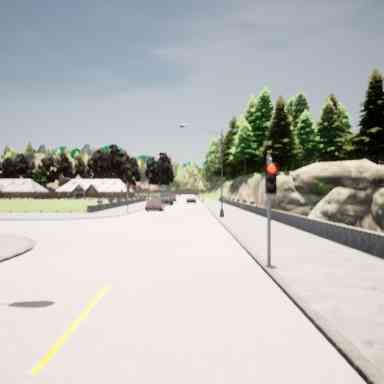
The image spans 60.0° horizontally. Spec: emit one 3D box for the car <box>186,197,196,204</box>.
[{"bbox_3d":[-0.135,1.531,63.701,1.895,1.301,4.718,0,0,0],"label":"car"}]

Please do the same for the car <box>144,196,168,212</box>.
[{"bbox_3d":[-4.178,1.484,38.008,1.812,1.442,4.674,0,0,0],"label":"car"}]

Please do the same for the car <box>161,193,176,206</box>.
[{"bbox_3d":[-4.201,1.155,54.409,2.150,2.045,5.566,0,1,0],"label":"car"}]
